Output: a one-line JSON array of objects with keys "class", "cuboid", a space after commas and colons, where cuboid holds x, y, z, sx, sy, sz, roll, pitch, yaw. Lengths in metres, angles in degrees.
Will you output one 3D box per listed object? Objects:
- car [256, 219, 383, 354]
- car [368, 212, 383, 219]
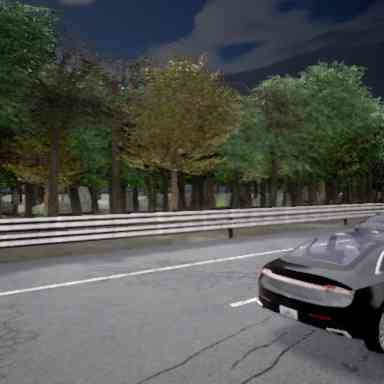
[{"class": "car", "cuboid": [3.344, 1.493, 6.130, 4.902, 1.511, 2.128, 0, 0, -35]}, {"class": "car", "cuboid": [8.782, 1.564, 14.304, 4.181, 1.385, 1.994, 0, 0, -35]}]
